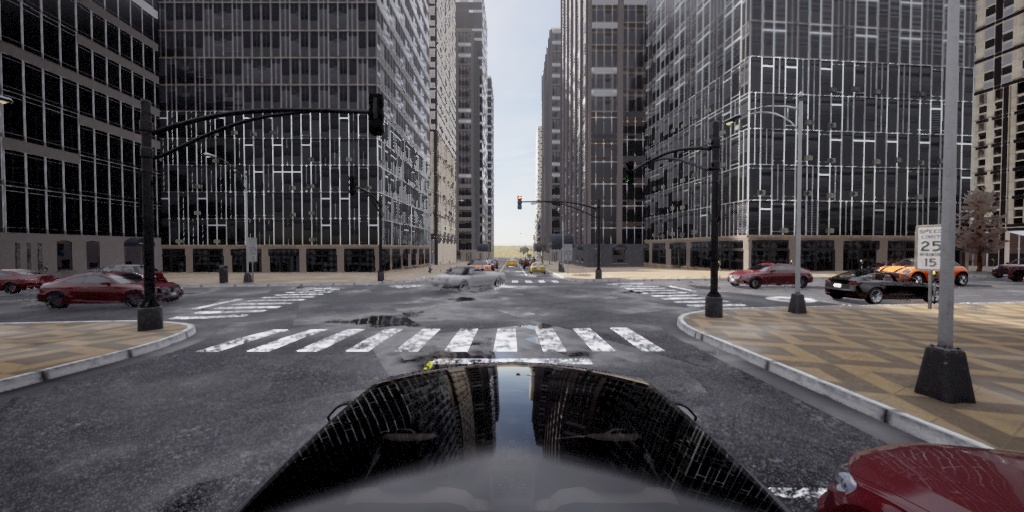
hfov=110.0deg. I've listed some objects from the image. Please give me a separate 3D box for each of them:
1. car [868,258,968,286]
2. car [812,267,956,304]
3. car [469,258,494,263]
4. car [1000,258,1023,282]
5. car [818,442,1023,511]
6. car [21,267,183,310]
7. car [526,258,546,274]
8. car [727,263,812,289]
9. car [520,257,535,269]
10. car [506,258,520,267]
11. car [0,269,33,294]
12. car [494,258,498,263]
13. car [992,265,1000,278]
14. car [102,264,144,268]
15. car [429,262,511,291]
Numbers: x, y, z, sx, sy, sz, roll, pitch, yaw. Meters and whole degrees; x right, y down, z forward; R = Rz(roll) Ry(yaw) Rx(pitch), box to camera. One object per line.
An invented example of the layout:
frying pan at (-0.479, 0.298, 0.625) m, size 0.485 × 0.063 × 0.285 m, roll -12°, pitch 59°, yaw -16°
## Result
car at (25.339, 0.902, 22.347) m, size 4.553 × 1.767 × 2.097 m, roll 0°, pitch 1°, yaw -5°
car at (16.124, 1.292, 15.693) m, size 4.313 × 1.339 × 1.948 m, roll 0°, pitch 0°, yaw -5°
car at (-3.112, 1.083, 34.279) m, size 2.097 × 1.767 × 4.553 m, roll 0°, pitch 0°, yaw 0°
car at (35.348, 0.843, 23.267) m, size 4.553 × 1.767 × 2.097 m, roll 0°, pitch 1°, yaw -5°
car at (2.692, 1.333, 0.395) m, size 1.802 × 1.307 × 4.207 m, roll 0°, pitch 0°, yaw 0°
car at (-16.947, 1.390, 15.240) m, size 4.674 × 1.442 × 1.812 m, roll 0°, pitch 1°, yaw -6°
car at (2.805, 1.251, 39.933) m, size 1.751 × 1.417 × 4.829 m, roll 0°, pitch 0°, yaw 0°
car at (15.392, 1.134, 21.437) m, size 4.674 × 1.442 × 1.812 m, roll 0°, pitch 1°, yaw -5°
car at (2.709, 1.024, 55.015) m, size 2.192 × 1.841 × 5.009 m, roll 0°, pitch 0°, yaw 0°
car at (-0.026, 1.173, 64.993) m, size 1.882 × 1.535 × 5.008 m, roll 0°, pitch 0°, yaw 0°
car at (-28.204, 1.389, 20.003) m, size 4.207 × 1.307 × 1.802 m, roll 0°, pitch 0°, yaw -5°
car at (-3.116, 1.199, 44.213) m, size 1.882 × 1.535 × 5.008 m, roll 0°, pitch 0°, yaw 0°
car at (37.693, 0.862, 26.110) m, size 4.097 × 1.591 × 1.967 m, roll 0°, pitch 0°, yaw -5°
car at (-22.579, 1.214, 20.528) m, size 4.097 × 1.591 × 1.967 m, roll 0°, pitch 0°, yaw -5°
car at (-2.490, 1.285, 21.321) m, size 1.895 × 1.301 × 4.718 m, roll 1°, pitch 2°, yaw 40°
